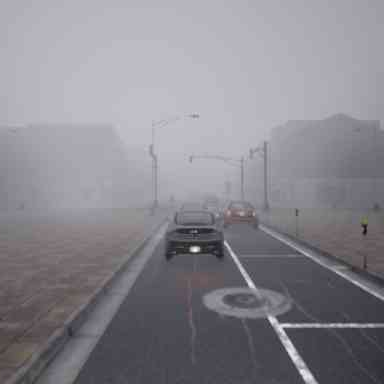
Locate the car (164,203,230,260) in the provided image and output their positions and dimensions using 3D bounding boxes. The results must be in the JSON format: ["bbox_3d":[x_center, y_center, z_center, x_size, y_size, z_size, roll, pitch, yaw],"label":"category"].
[{"bbox_3d":[0.056,1.360,11.855,1.837,1.490,4.892,0,1,-1],"label":"car"}]

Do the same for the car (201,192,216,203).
[{"bbox_3d":[2.660,1.088,46.409,1.947,1.339,4.313,1,0,0],"label":"car"}]

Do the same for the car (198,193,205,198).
[{"bbox_3d":[2.659,0.922,95.347,1.802,1.307,4.206,1,0,0],"label":"car"}]

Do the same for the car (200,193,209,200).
[{"bbox_3d":[2.661,0.912,73.765,1.752,1.417,4.829,1,0,0],"label":"car"}]

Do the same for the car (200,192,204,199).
[{"bbox_3d":[2.660,1.052,51.845,1.947,1.339,4.313,1,0,0],"label":"car"}]

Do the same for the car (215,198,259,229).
[{"bbox_3d":[2.665,1.209,19.661,1.967,1.590,4.097,2,1,0],"label":"car"}]

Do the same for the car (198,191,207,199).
[{"bbox_3d":[2.665,0.672,84.471,2.192,1.841,5.009,1,0,0],"label":"car"}]

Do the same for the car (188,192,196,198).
[{"bbox_3d":[0.007,0.724,86.937,2.033,1.411,5.357,0,0,0],"label":"car"}]

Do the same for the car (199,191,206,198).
[{"bbox_3d":[2.661,0.979,57.451,1.752,1.417,4.829,1,0,0],"label":"car"}]

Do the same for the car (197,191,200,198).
[{"bbox_3d":[2.660,0.972,68.158,1.947,1.339,4.313,1,0,0],"label":"car"}]

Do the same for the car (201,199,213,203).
[{"bbox_3d":[0.097,1.358,20.748,1.895,1.301,4.718,0,1,0],"label":"car"}]

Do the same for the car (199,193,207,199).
[{"bbox_3d":[2.661,0.895,79.203,1.752,1.417,4.829,1,0,0],"label":"car"}]

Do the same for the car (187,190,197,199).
[{"bbox_3d":[0.006,0.594,76.539,2.150,2.045,5.566,0,0,0],"label":"car"}]
